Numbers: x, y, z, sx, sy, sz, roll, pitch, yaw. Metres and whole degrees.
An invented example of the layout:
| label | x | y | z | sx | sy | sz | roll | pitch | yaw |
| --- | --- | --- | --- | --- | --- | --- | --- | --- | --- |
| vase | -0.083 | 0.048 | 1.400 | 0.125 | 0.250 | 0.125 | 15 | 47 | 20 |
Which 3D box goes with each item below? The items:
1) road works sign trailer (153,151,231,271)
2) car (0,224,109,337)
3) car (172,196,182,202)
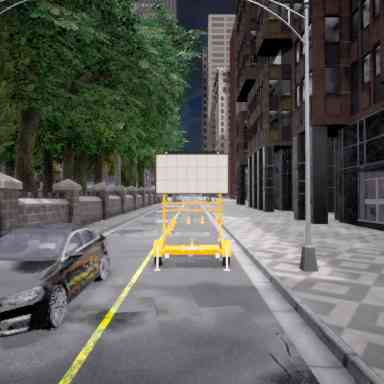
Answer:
| label | x | y | z | sx | sy | sz | roll | pitch | yaw |
| --- | --- | --- | --- | --- | --- | --- | --- | --- | --- |
| road works sign trailer | 0.006 | 0.473 | 10.918 | 2.380 | 3.560 | 2.880 | 0 | 0 | 0 |
| car | -3.099 | 1.496 | 6.969 | 2.128 | 1.511 | 4.902 | 0 | 0 | 0 |
| car | -2.967 | 1.616 | 65.851 | 1.882 | 1.535 | 5.008 | 0 | -1 | 0 |
